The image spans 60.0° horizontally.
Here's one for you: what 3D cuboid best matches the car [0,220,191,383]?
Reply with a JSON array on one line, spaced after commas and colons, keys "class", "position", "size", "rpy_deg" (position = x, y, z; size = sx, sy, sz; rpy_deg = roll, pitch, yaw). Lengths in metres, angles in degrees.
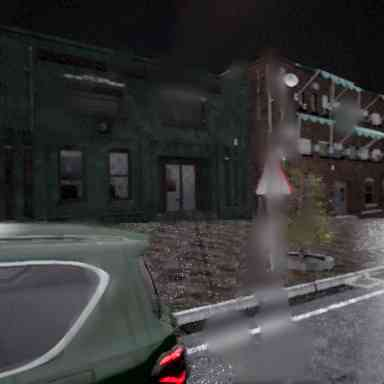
[{"class": "car", "position": [-2.613, 1.233, 1.494], "size": [5.566, 2.045, 2.150], "rpy_deg": [1, -1, -33]}]
